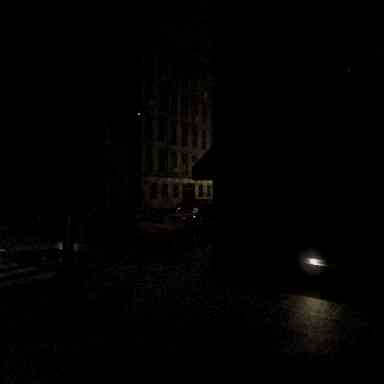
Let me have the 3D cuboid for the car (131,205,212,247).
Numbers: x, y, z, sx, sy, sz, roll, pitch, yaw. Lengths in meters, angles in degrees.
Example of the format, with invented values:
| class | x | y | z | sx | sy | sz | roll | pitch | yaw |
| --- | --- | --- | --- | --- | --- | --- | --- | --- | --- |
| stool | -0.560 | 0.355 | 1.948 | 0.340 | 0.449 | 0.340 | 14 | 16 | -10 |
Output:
| class | x | y | z | sx | sy | sz | roll | pitch | yaw |
| --- | --- | --- | --- | --- | --- | --- | --- | --- | --- |
| car | -0.308 | 1.530 | 15.136 | 1.752 | 1.417 | 4.829 | 0 | 0 | 36 |

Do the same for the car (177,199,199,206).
| class | x | y | z | sx | sy | sz | roll | pitch | yaw |
| --- | --- | --- | --- | --- | --- | --- | --- | --- | --- |
| car | 0.676 | 1.321 | 25.948 | 2.097 | 1.767 | 4.553 | 0 | 0 | 35 |

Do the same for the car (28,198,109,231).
| class | x | y | z | sx | sy | sz | roll | pitch | yaw |
| --- | --- | --- | --- | --- | --- | --- | --- | --- | --- |
| car | -6.931 | 1.282 | 19.670 | 2.192 | 1.841 | 5.009 | 0 | 0 | 36 |

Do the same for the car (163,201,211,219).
| class | x | y | z | sx | sy | sz | roll | pitch | yaw |
| --- | --- | --- | --- | --- | --- | --- | --- | --- | --- |
| car | -0.330 | 1.521 | 28.912 | 1.947 | 1.339 | 4.313 | 0 | 0 | 36 |

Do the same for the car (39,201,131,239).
| class | x | y | z | sx | sy | sz | roll | pitch | yaw |
| --- | --- | --- | --- | --- | --- | --- | --- | --- | --- |
| car | -5.159 | 1.457 | 17.779 | 1.882 | 1.535 | 5.008 | 0 | 0 | 34 |

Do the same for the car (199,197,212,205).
| class | x | y | z | sx | sy | sz | roll | pitch | yaw |
| --- | --- | --- | --- | --- | --- | --- | --- | --- | --- |
| car | 2.896 | 1.314 | 19.618 | 2.192 | 1.841 | 5.009 | 0 | 0 | 36 |
